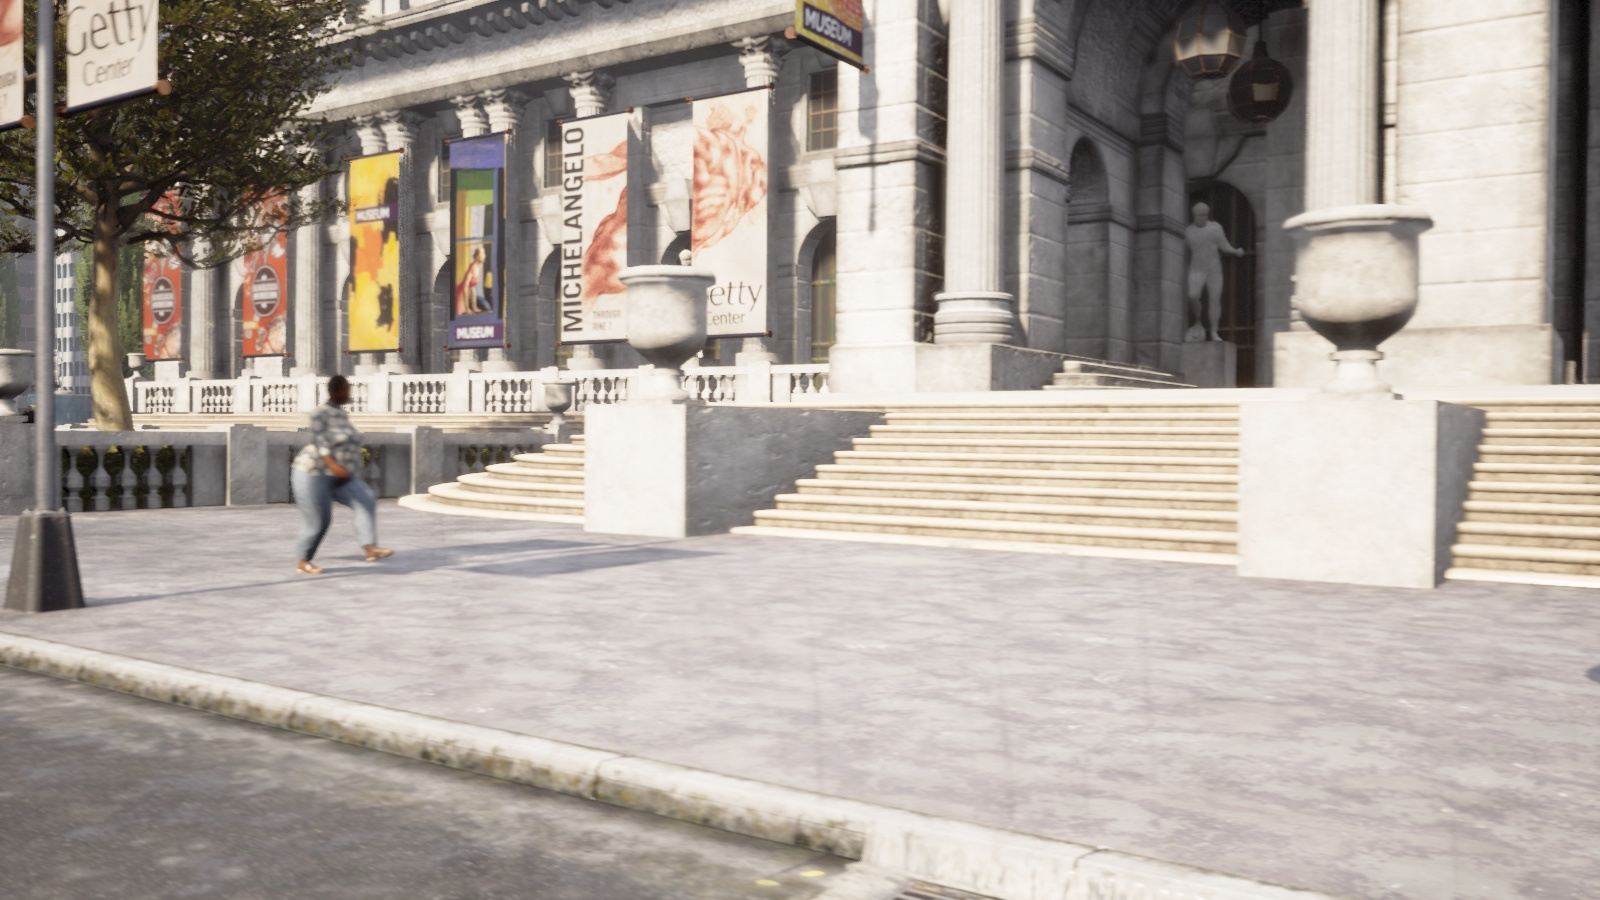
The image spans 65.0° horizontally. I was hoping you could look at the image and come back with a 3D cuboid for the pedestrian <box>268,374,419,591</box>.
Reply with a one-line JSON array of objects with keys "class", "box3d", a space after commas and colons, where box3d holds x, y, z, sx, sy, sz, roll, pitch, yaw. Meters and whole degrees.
[{"class": "pedestrian", "box3d": [-4.083, 0.271, 11.274, 0.900, 1.855, 0.874, 0, 1, 18]}]
